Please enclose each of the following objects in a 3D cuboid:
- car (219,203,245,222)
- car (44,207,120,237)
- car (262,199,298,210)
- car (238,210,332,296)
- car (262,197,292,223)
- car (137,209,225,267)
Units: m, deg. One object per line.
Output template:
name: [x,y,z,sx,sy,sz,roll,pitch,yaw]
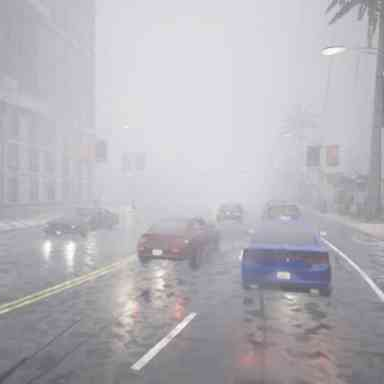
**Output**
car: [3.009,1.534,25.624,2.033,1.411,5.357,0,0,12]
car: [-5.769,1.540,18.350,2.033,1.411,5.357,0,0,12]
car: [4.815,1.344,17.783,2.097,1.767,4.553,0,0,13]
car: [2.527,1.474,8.853,1.882,1.535,5.008,0,0,17]
car: [6.613,1.340,26.325,2.097,1.767,4.553,0,0,12]
car: [-0.292,1.519,11.402,1.812,1.442,4.674,0,0,17]
